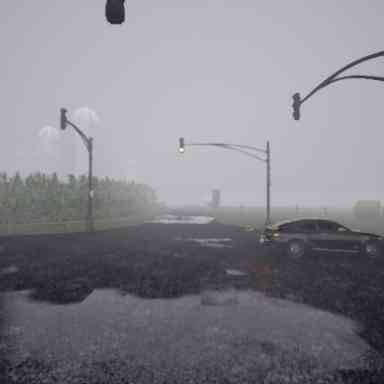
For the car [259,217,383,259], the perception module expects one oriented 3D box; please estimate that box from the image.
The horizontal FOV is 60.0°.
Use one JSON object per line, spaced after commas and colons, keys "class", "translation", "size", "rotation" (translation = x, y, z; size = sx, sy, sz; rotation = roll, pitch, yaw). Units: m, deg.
{"class": "car", "translation": [4.970, 1.718, 12.874], "size": [4.674, 1.442, 1.812], "rotation": [1, -1, -3]}
